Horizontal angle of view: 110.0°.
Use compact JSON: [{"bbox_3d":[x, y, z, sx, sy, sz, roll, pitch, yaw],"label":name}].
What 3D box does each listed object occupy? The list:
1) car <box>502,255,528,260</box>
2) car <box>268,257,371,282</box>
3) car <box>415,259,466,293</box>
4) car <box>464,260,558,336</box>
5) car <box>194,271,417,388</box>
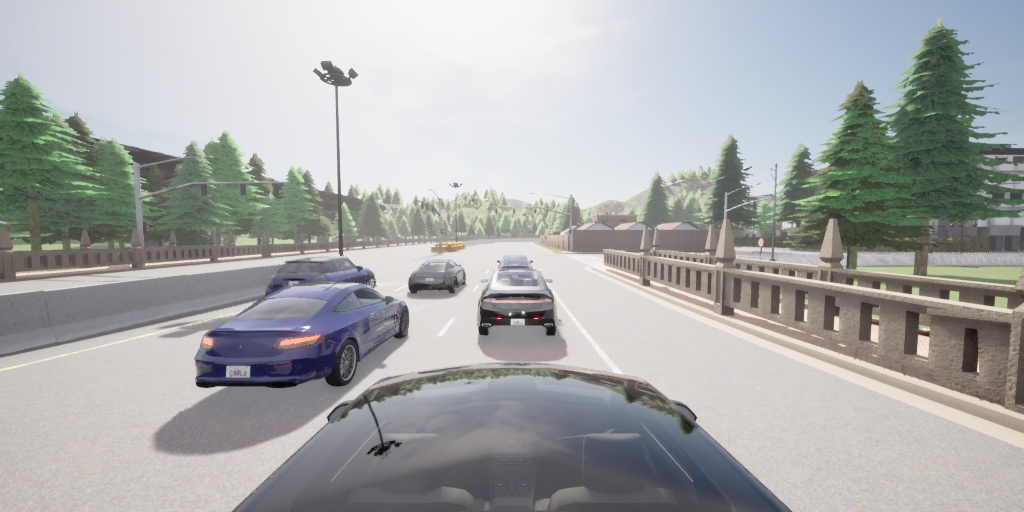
[{"bbox_3d":[0.166,0.657,18.924,1.812,1.442,4.674,0,3,0],"label":"car"},{"bbox_3d":[-6.854,0.790,13.410,2.097,1.767,4.553,0,3,0],"label":"car"},{"bbox_3d":[-3.346,0.823,16.650,1.994,1.385,4.181,0,3,1],"label":"car"},{"bbox_3d":[0.132,1.082,9.924,2.128,1.511,4.902,0,2,0],"label":"car"},{"bbox_3d":[-3.379,1.214,6.738,1.812,1.442,4.674,0,1,0],"label":"car"}]
